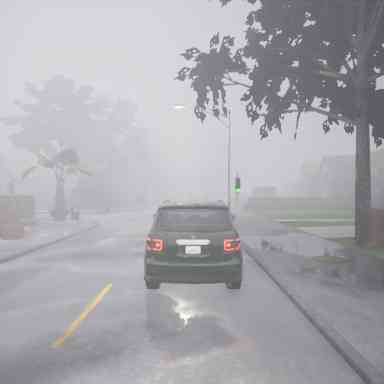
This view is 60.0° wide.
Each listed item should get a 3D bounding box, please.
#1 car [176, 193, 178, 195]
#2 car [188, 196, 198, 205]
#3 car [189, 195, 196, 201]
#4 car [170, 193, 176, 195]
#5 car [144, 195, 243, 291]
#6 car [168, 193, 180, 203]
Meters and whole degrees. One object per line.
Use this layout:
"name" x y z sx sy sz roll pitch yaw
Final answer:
"car" -3.992 1.491 62.812 2.128 1.511 4.902 0 0 0
"car" 0.179 1.525 61.920 1.812 1.442 4.674 0 0 0
"car" 0.094 1.500 88.034 1.837 1.490 4.892 0 0 0
"car" -4.036 1.352 52.410 2.097 1.767 4.553 0 0 0
"car" 0.047 1.222 9.173 2.150 2.045 5.566 0 0 1
"car" -3.922 1.225 73.325 2.150 2.045 5.566 0 0 0
